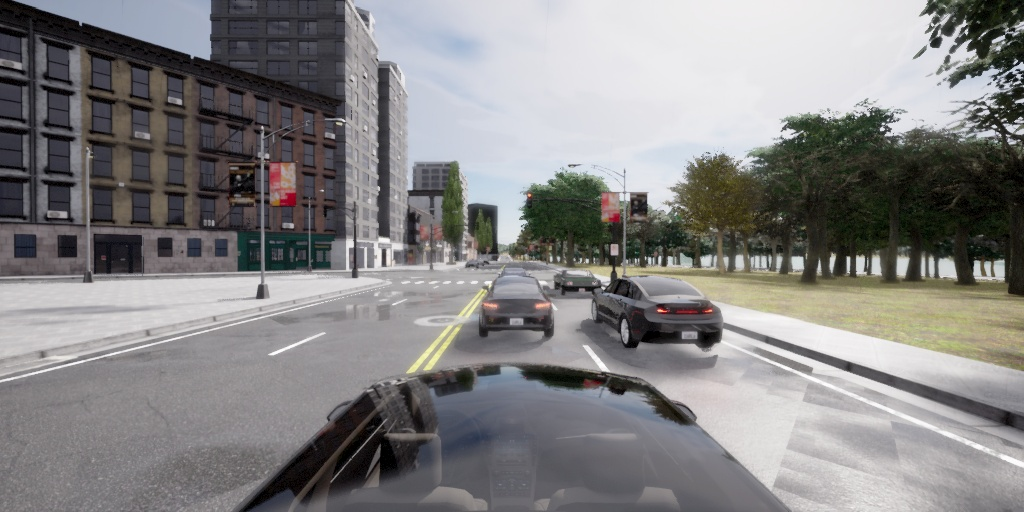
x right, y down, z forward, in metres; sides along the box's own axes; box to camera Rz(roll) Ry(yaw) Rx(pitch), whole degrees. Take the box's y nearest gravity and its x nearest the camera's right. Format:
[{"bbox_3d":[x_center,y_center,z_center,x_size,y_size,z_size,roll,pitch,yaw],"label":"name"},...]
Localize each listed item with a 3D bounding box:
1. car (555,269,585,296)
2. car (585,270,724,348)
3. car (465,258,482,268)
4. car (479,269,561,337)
[{"bbox_3d":[3.374,1.347,19.440,1.895,1.301,4.718,0,0,0],"label":"car"},{"bbox_3d":[3.360,1.253,9.195,1.837,1.490,4.892,0,0,0],"label":"car"},{"bbox_3d":[-6.502,1.297,59.173,1.994,1.385,4.181,0,0,0],"label":"car"},{"bbox_3d":[0.114,1.274,10.163,1.812,1.442,4.674,0,0,0],"label":"car"}]
